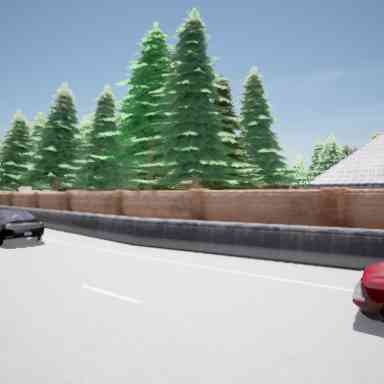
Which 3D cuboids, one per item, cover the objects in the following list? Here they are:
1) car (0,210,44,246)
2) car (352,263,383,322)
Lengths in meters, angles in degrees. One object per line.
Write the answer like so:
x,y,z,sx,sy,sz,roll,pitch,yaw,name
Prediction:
-8.850,1.603,15.938,4.902,1.511,2.128,0,0,42,car
4.974,1.609,4.803,4.718,1.301,1.895,0,0,35,car
